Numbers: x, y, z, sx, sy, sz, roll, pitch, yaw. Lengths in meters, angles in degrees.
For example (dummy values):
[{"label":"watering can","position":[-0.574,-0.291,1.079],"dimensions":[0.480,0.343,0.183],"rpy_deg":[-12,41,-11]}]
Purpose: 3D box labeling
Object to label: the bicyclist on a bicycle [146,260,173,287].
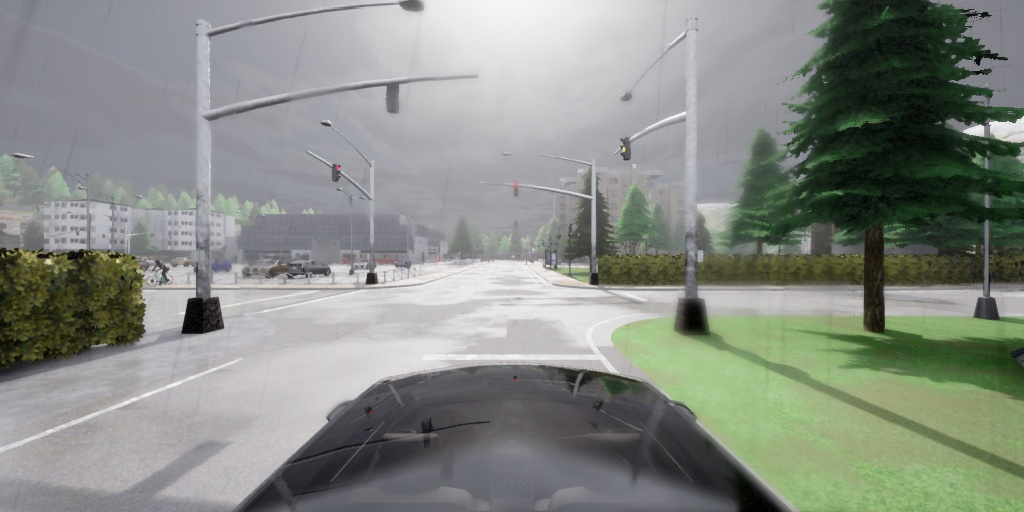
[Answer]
[{"label":"bicyclist on a bicycle","position":[-21.760,1.051,22.163],"dimensions":[0.582,1.620,1.656],"rpy_deg":[0,0,1]}]
